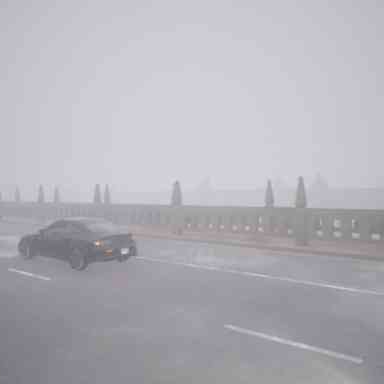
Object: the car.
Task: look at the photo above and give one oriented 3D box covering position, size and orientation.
[{"bbox_3d":[-3.834,1.563,11.026,4.674,1.442,1.812,0,0,35],"label":"car"}]
